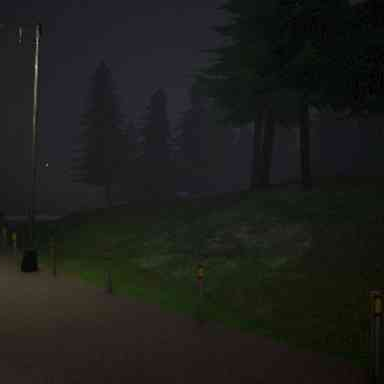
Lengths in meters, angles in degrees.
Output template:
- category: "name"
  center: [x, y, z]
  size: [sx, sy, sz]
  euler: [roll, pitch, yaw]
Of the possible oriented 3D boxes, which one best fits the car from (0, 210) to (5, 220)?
- category: "car"
  center: [-21.899, 2.279, 35.936]
  size: [2.128, 1.511, 4.902]
  euler: [3, -2, -10]
